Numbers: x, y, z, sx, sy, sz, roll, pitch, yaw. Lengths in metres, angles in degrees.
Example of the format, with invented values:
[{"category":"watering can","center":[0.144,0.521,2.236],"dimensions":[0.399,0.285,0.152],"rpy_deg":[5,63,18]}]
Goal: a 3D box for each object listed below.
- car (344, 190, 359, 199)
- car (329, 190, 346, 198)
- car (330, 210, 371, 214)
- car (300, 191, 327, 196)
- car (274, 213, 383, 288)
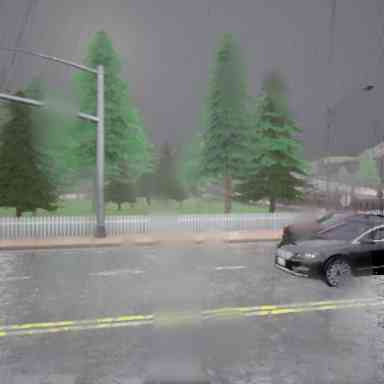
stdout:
[{"category":"car","center":[25.928,0.580,56.035],"dimensions":[2.097,1.767,4.553],"rpy_deg":[0,5,-13]},{"category":"car","center":[22.517,0.712,55.223],"dimensions":[2.128,1.511,4.902],"rpy_deg":[0,5,-13]},{"category":"car","center":[5.957,1.481,12.783],"dimensions":[5.008,1.535,1.882],"rpy_deg":[0,0,-12]},{"category":"car","center":[19.148,0.721,54.228],"dimensions":[2.128,1.511,4.902],"rpy_deg":[0,5,-13]},{"category":"car","center":[4.660,1.494,8.922],"dimensions":[4.902,1.511,2.128],"rpy_deg":[0,0,-12]}]
